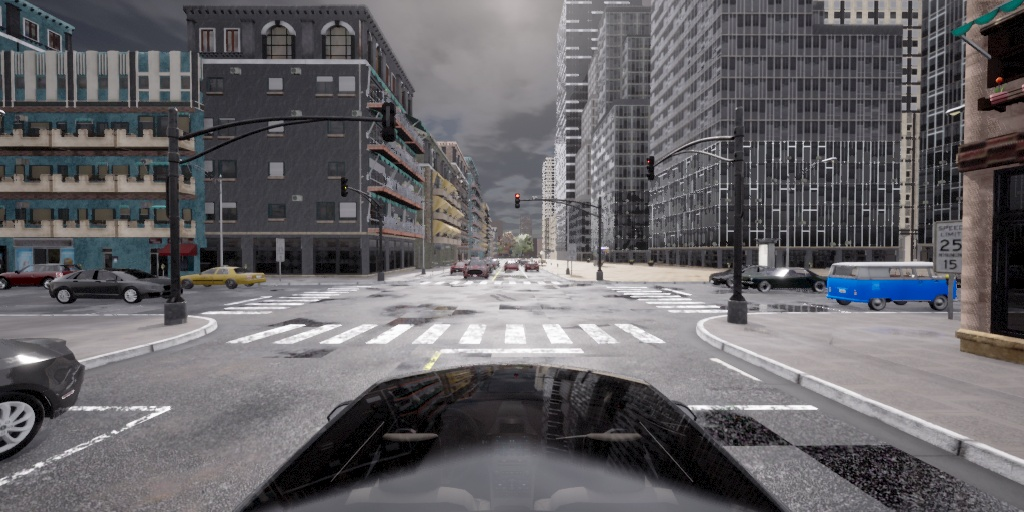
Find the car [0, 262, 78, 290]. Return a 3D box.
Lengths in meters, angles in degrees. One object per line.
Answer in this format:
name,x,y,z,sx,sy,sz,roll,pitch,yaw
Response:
car,-28.842,1.189,22.082,4.097,1.591,1.967,0,0,0

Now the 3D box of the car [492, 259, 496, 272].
car,-3.221,1.345,41.568,1.895,1.301,4.718,0,0,0

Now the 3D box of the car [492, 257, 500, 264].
car,-3.237,1.236,64.342,2.128,1.511,4.902,0,0,0

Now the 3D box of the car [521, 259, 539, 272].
car,2.519,1.289,45.988,1.888,1.381,4.507,0,0,0

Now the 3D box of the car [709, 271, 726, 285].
car,14.613,1.215,22.290,4.313,1.339,1.948,0,0,0

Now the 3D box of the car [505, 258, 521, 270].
car,-0.055,1.308,51.590,1.994,1.385,4.181,0,0,0

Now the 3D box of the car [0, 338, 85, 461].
car,-5.690,1.300,2.190,2.007,1.370,4.403,0,0,0

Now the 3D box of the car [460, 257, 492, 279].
car,-3.171,1.097,32.539,2.097,1.767,4.553,0,0,-1

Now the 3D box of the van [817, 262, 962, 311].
van,14.653,1.117,13.910,3.998,1.789,1.690,0,0,0

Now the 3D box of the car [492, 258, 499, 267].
car,-3.251,1.346,52.172,1.895,1.301,4.718,0,0,0

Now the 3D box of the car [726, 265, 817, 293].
car,14.801,1.289,19.692,4.718,1.301,1.895,0,1,0

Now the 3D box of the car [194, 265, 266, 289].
car,-17.945,1.247,22.134,4.829,1.417,1.751,0,0,0

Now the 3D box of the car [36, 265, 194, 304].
car,-17.901,1.314,16.331,4.892,1.490,1.837,0,1,0

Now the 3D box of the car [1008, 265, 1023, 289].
car,26.900,1.212,19.747,5.357,1.411,2.033,0,1,0

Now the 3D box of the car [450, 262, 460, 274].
car,-5.810,1.289,40.256,1.888,1.381,4.507,0,0,0
